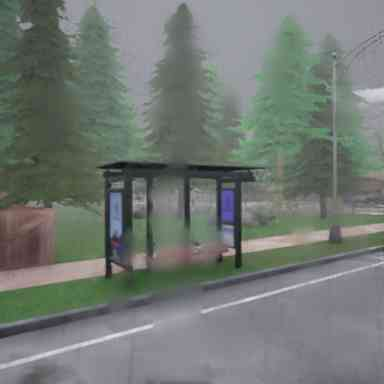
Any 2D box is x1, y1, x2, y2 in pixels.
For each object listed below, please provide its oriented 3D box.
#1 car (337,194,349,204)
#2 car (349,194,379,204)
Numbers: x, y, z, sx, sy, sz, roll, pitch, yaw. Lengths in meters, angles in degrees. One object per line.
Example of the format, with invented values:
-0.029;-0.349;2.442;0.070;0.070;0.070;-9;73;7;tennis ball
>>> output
23.547;0.839;50.245;3.866;1.878;1.905;0;0;-37;car
25.367;0.834;48.467;4.605;1.855;1.932;0;0;-37;car
